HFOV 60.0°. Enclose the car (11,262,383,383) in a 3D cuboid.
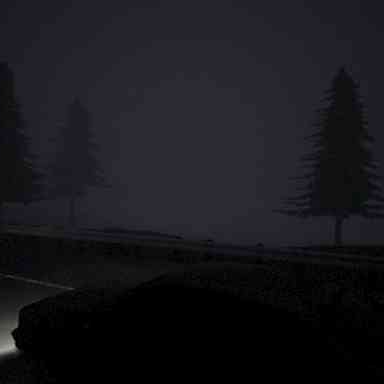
[{"bbox_3d":[0.301,1.535,3.572,5.357,1.411,2.033,0,0,34],"label":"car"}]
